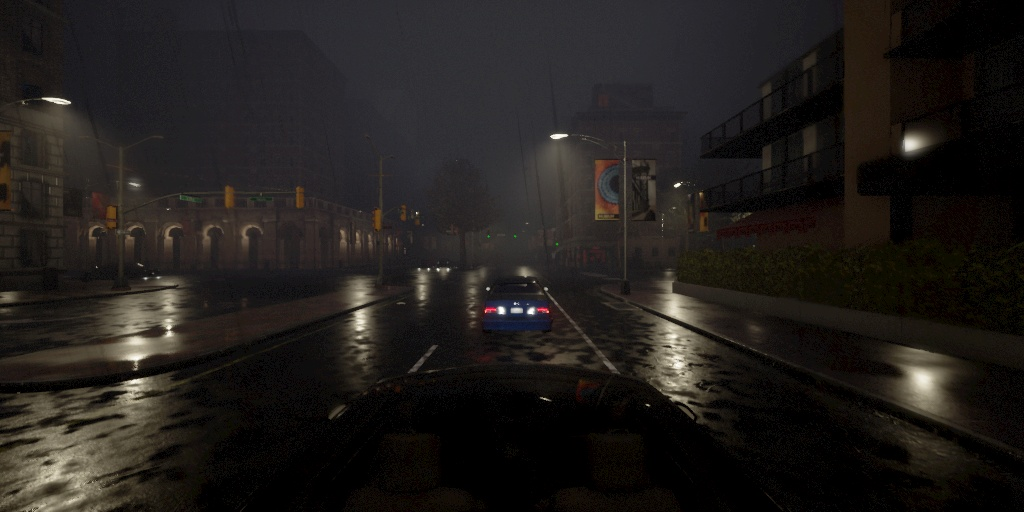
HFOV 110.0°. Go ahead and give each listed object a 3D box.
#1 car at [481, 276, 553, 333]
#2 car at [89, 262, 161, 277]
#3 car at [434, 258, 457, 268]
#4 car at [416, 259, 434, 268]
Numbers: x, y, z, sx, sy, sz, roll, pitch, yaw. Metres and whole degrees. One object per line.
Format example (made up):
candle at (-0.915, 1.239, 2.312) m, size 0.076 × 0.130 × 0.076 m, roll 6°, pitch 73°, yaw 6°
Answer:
car at (0.147, 1.298, 10.736) m, size 2.033 × 1.411 × 5.357 m, roll 0°, pitch 0°, yaw 1°
car at (-37.185, 1.297, 34.512) m, size 5.357 × 1.411 × 2.033 m, roll 0°, pitch 0°, yaw 0°
car at (-11.049, 1.102, 59.636) m, size 2.097 × 1.767 × 4.553 m, roll 0°, pitch 0°, yaw 1°
car at (-14.516, 1.228, 61.705) m, size 1.882 × 1.535 × 5.008 m, roll 0°, pitch 0°, yaw 1°
